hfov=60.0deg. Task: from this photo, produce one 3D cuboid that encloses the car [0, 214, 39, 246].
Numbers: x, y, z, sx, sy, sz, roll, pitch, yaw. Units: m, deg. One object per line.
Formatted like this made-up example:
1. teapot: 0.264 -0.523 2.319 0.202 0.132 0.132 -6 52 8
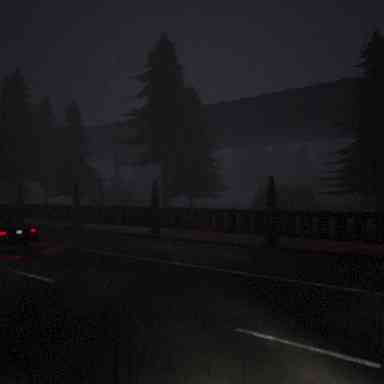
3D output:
1. car: -8.918 1.655 14.526 5.357 1.411 2.033 0 0 33
